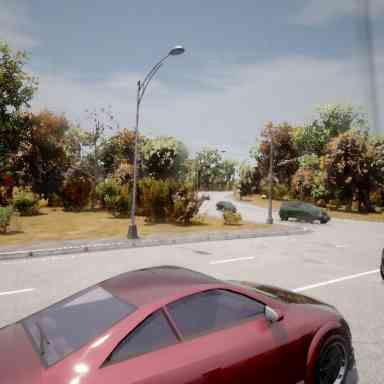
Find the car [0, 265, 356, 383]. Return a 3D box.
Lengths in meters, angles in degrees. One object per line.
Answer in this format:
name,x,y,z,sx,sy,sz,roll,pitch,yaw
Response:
car,-0.029,1.572,3.727,4.181,1.385,1.994,0,0,-36

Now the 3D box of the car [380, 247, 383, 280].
car,6.994,1.487,8.779,4.553,1.767,2.097,2,-1,-35

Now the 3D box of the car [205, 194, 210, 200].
car,3.187,1.130,78.693,2.128,1.511,4.902,2,2,-1

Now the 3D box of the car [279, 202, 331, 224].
car,11.072,2.024,33.099,2.150,2.045,5.566,3,-1,-25

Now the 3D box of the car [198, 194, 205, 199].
car,0.752,1.414,67.483,1.812,1.442,4.674,2,2,-8

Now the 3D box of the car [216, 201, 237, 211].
car,4.981,2.111,48.660,1.837,1.490,4.892,3,1,-17
